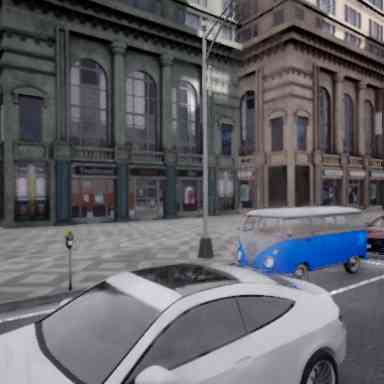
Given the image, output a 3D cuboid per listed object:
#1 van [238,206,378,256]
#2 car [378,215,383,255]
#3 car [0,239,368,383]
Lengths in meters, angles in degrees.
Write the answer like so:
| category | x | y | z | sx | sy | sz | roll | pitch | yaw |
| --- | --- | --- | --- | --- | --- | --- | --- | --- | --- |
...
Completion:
| category | x | y | z | sx | sy | sz | roll | pitch | yaw |
| --- | --- | --- | --- | --- | --- | --- | --- | --- | --- |
| van | 2.966 | 1.298 | 8.780 | 3.998 | 1.788 | 1.690 | 0 | 0 | -35 |
| car | 7.469 | 1.470 | 11.984 | 4.507 | 1.381 | 1.887 | 0 | 0 | -35 |
| car | -0.327 | 1.518 | 3.145 | 4.674 | 1.442 | 1.812 | 0 | 0 | -37 |
